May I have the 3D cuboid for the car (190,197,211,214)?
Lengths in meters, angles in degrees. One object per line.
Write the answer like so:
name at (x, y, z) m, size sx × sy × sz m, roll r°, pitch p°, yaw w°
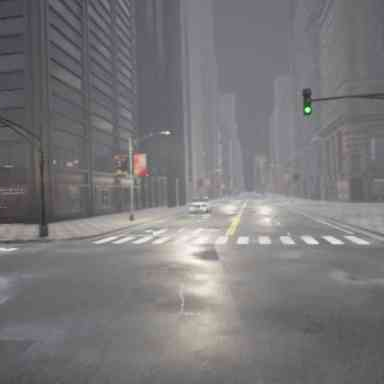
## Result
car at (1.143, 1.632, 41.753) m, size 2.150 × 2.045 × 5.566 m, roll -2°, pitch 0°, yaw 10°
